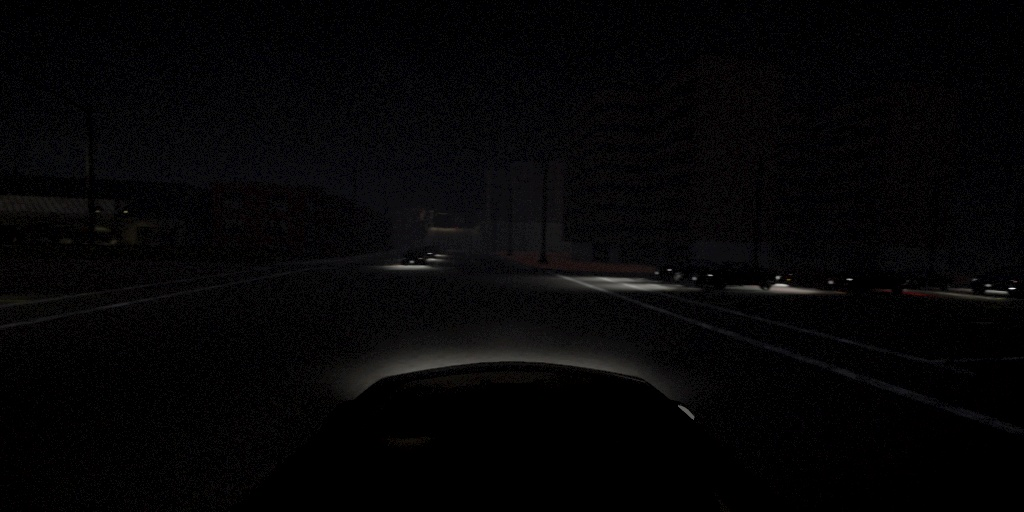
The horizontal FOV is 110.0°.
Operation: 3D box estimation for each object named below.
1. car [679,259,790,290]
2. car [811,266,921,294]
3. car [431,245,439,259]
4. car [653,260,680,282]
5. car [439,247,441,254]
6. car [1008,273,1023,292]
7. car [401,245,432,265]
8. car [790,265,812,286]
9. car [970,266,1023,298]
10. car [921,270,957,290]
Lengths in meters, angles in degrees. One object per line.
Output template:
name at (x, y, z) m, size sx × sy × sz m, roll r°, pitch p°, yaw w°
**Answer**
car at (12.645, 1.082, 20.514) m, size 4.902 × 1.511 × 2.128 m, roll 2°, pitch 2°, yaw -10°
car at (21.744, 1.432, 22.135) m, size 4.902 × 1.511 × 2.128 m, roll 2°, pitch 2°, yaw -10°
car at (-10.234, -0.514, 43.092) m, size 1.837 × 1.490 × 4.892 m, roll 1°, pitch 3°, yaw -8°
car at (11.916, 0.933, 23.935) m, size 4.902 × 1.511 × 2.128 m, roll 2°, pitch 2°, yaw -10°
car at (-11.979, -0.998, 54.978) m, size 1.837 × 1.490 × 4.892 m, roll 1°, pitch 2°, yaw -9°
car at (44.639, 2.327, 29.696) m, size 4.902 × 1.511 × 2.128 m, roll 2°, pitch 2°, yaw -10°
car at (-8.562, -0.009, 31.903) m, size 2.033 × 1.411 × 5.357 m, roll 1°, pitch 2°, yaw -9°
car at (20.686, 1.341, 25.511) m, size 4.181 × 1.385 × 1.994 m, roll 2°, pitch 2°, yaw -11°
car at (34.499, 1.737, 24.391) m, size 5.566 × 2.045 × 2.150 m, roll 3°, pitch 2°, yaw -10°
car at (30.873, 1.779, 27.316) m, size 5.357 × 1.411 × 2.033 m, roll 3°, pitch 2°, yaw -10°
